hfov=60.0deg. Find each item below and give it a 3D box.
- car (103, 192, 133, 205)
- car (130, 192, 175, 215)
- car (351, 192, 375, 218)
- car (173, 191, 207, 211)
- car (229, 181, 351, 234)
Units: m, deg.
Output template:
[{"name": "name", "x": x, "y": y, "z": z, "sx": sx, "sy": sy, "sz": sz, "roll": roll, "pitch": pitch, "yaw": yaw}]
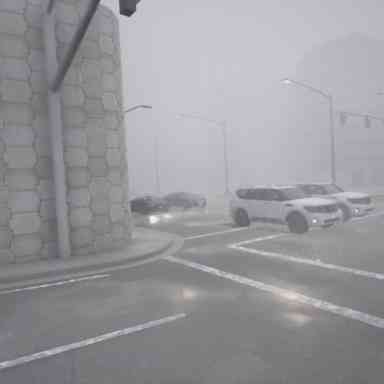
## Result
[{"name": "car", "x": -9.141, "y": 0.730, "z": 40.604, "sx": 1.812, "sy": 1.442, "sz": 4.674, "roll": -5, "pitch": 3, "yaw": -35}, {"name": "car", "x": -3.520, "y": 1.007, "z": 26.581, "sx": 1.994, "sy": 1.385, "sz": 4.181, "roll": -5, "pitch": 3, "yaw": -35}, {"name": "car", "x": 6.890, "y": 0.413, "z": 18.377, "sx": 2.150, "sy": 2.045, "sz": 5.566, "roll": -5, "pitch": 3, "yaw": -41}, {"name": "car", "x": -0.701, "y": 0.700, "z": 28.640, "sx": 2.128, "sy": 1.511, "sz": 4.902, "roll": -5, "pitch": 3, "yaw": -35}, {"name": "car", "x": 4.111, "y": 0.671, "z": 15.737, "sx": 2.150, "sy": 2.045, "sz": 5.566, "roll": -5, "pitch": 2, "yaw": -35}]
